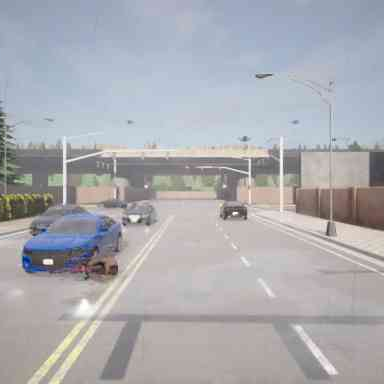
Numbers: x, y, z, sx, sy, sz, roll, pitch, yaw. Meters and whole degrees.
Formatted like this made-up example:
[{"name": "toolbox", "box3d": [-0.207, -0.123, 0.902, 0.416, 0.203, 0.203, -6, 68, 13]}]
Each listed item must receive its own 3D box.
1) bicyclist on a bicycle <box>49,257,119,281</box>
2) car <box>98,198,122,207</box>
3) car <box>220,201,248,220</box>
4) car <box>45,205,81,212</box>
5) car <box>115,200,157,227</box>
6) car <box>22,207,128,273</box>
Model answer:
[{"name": "bicyclist on a bicycle", "box3d": [-2.349, 1.831, 7.993, 1.620, 0.582, 1.656, -7, -9, 28]}, {"name": "car", "box3d": [-10.814, 1.534, 45.724, 4.181, 1.385, 1.994, 0, 0, 18]}, {"name": "car", "box3d": [3.449, 1.478, 28.108, 1.882, 1.535, 5.008, 0, 0, 0]}, {"name": "car", "box3d": [-7.096, 1.502, 18.281, 1.837, 1.490, 4.892, 0, 1, 0]}, {"name": "car", "box3d": [-3.570, 1.493, 23.118, 2.128, 1.511, 4.902, 0, 0, 0]}, {"name": "car", "box3d": [-3.607, 1.477, 10.847, 1.882, 1.535, 5.008, 0, 0, 0]}]
